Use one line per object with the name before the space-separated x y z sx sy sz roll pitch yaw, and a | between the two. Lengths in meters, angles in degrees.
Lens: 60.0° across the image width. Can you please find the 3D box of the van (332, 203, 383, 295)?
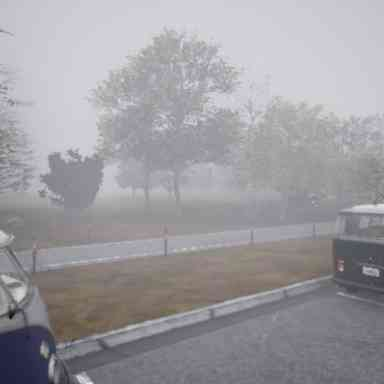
van | 5.150 1.201 7.606 4.442 1.987 1.878 -2 1 -36

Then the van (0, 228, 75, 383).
van | -3.033 1.257 1.941 4.442 1.987 1.878 -2 1 -36
